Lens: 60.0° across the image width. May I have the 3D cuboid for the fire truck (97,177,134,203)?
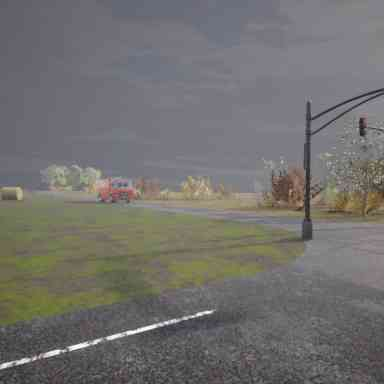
[{"bbox_3d":[-11.714,-0.355,50.067,2.891,3.827,8.468,1,0,-32],"label":"fire truck"}]
